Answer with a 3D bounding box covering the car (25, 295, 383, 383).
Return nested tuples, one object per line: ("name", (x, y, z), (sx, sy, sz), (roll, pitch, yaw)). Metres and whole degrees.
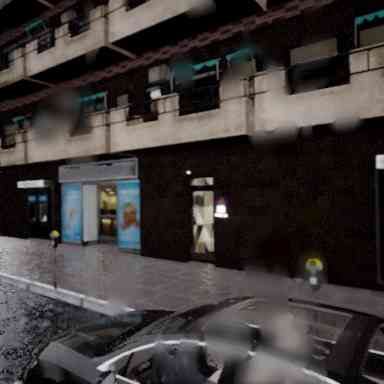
("car", (0.429, 1.557, 2.582), (4.403, 1.369, 2.008), (0, -1, 36))
